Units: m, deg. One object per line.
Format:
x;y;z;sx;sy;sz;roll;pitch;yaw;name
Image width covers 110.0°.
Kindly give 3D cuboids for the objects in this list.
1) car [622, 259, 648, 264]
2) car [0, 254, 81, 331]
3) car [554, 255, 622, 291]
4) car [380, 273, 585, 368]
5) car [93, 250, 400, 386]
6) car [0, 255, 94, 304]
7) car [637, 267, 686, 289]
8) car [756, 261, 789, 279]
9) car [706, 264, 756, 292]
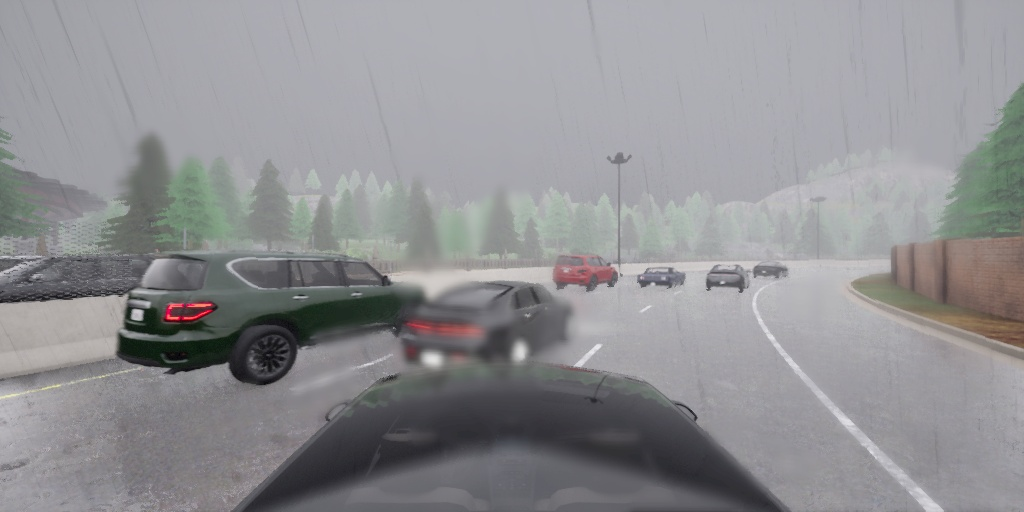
15.210;1.150;44.287;4.553;1.767;2.097;0;0;-41;car
-15.114;0.972;8.709;2.150;2.045;5.566;0;0;24;car
4.609;0.971;21.986;2.150;2.045;5.566;0;0;36;car
-0.099;1.253;7.318;1.837;1.490;4.892;0;-1;26;car
-4.017;0.962;7.366;2.150;2.045;5.566;0;-1;25;car
-11.118;0.972;9.095;2.150;2.045;5.566;0;0;25;car
9.712;1.349;23.009;1.895;1.301;4.718;0;0;37;car
23.756;1.224;32.842;5.008;1.535;1.882;0;0;-42;car
12.906;1.240;21.346;2.128;1.511;4.902;0;0;38;car
